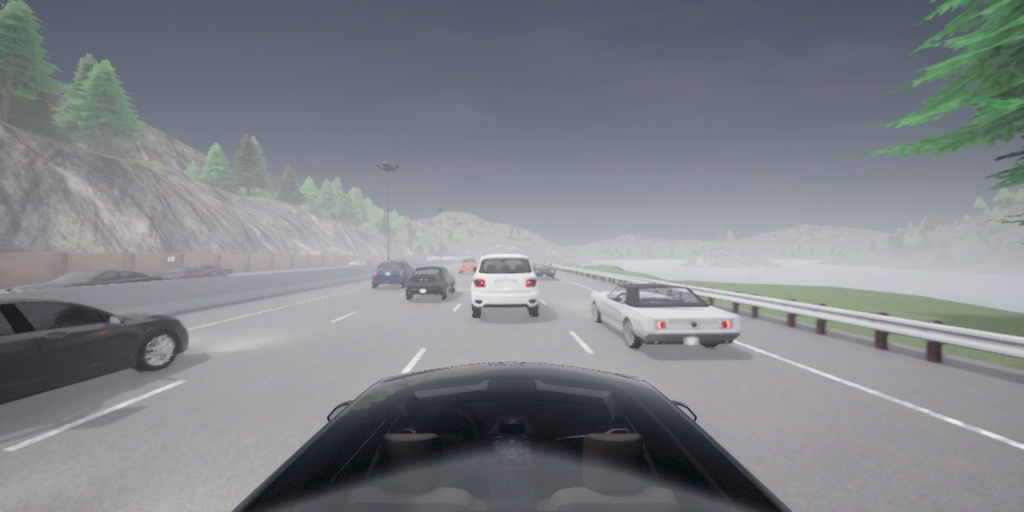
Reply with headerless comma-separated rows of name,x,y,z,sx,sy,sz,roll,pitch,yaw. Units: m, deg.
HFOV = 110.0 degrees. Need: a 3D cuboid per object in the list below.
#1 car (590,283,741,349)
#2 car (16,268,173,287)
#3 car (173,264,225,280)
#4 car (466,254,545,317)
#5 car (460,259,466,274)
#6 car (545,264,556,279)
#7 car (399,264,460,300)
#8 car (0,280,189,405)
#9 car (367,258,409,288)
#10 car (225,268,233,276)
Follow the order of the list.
car,3.359,1.324,9.016,1.895,1.301,4.718,0,0,-1
car,-18.052,1.318,15.527,1.882,1.535,5.008,0,0,-2
car,-21.862,1.418,23.807,1.994,1.385,4.181,0,0,-2
car,-0.274,0.961,13.288,2.150,2.045,5.566,0,0,-2
car,-4.813,1.088,41.376,2.097,1.767,4.553,0,0,-2
car,2.568,1.305,31.415,1.895,1.301,4.718,0,0,-2
car,-3.943,1.261,17.948,1.837,1.490,4.892,0,0,-2
car,-7.080,1.293,4.830,1.837,1.490,4.892,0,0,-1
car,-7.669,1.123,24.044,2.097,1.767,4.553,0,0,-2
car,-25.564,1.395,29.162,1.812,1.442,4.674,0,0,-2
